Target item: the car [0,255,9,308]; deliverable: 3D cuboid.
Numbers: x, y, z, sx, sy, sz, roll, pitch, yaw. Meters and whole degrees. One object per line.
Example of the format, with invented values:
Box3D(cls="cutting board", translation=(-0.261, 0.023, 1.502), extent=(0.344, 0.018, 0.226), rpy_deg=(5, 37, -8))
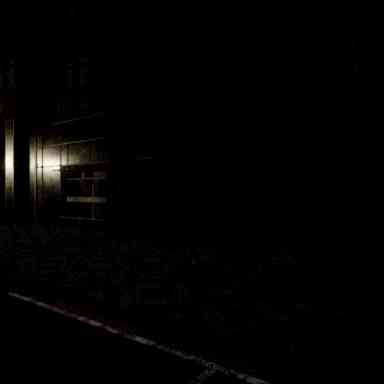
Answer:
Box3D(cls="car", translation=(-5.626, 1.352, 6.536), extent=(4.553, 1.767, 2.097), rpy_deg=(0, 0, 36))
